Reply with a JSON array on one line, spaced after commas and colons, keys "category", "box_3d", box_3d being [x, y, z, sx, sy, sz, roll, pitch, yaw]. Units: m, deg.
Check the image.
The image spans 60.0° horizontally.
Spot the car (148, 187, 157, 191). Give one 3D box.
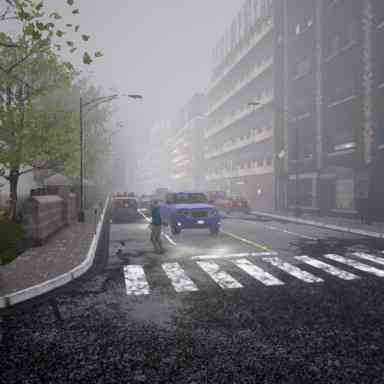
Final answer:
[{"category": "car", "box_3d": [-4.733, 0.339, 49.417, 2.150, 2.045, 5.566, 0, 1, -13]}]

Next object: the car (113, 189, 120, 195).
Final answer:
[{"category": "car", "box_3d": [-20.457, -0.043, 89.911, 1.947, 1.339, 4.313, 1, 1, -14]}]

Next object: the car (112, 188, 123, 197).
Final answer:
[{"category": "car", "box_3d": [-16.562, -0.001, 73.803, 2.192, 1.841, 5.009, 1, 1, -14]}]

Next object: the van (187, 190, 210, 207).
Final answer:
[{"category": "van", "box_3d": [0.660, 0.659, 38.192, 1.690, 1.788, 3.998, 1, 1, -14]}]

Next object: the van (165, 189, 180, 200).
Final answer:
[{"category": "van", "box_3d": [-3.230, 0.366, 54.298, 1.690, 1.788, 3.998, 1, 1, -14]}]

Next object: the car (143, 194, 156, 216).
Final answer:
[{"category": "car", "box_3d": [-2.508, 1.101, 26.590, 1.994, 1.385, 4.181, 0, 1, -14]}]

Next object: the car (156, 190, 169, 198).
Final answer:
[{"category": "car", "box_3d": [-5.866, 0.352, 65.201, 1.752, 1.417, 4.829, 1, 1, -14]}]

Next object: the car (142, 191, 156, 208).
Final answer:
[{"category": "car", "box_3d": [-4.851, 0.908, 36.308, 2.033, 1.411, 5.357, 0, 1, -14]}]

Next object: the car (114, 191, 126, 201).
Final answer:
[{"category": "car", "box_3d": [-11.339, 0.602, 52.168, 1.752, 1.417, 4.829, 1, 1, -14]}]

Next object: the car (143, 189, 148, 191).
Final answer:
[{"category": "car", "box_3d": [-7.165, 0.461, 59.470, 1.812, 1.442, 4.674, 0, 1, -14]}]

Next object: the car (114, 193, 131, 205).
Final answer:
[{"category": "car", "box_3d": [-8.786, 0.835, 41.598, 1.947, 1.339, 4.313, 1, 1, -14]}]

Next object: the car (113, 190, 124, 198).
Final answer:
[{"category": "car", "box_3d": [-13.973, 0.430, 63.070, 2.008, 1.369, 4.403, 1, 1, -14]}]

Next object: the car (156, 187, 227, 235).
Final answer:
[{"category": "car", "box_3d": [-0.261, 0.928, 17.278, 2.150, 2.045, 5.566, 0, 1, -14]}]

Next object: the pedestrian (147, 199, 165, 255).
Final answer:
[{"category": "pedestrian", "box_3d": [-1.180, 1.120, 10.873, 0.375, 1.860, 0.375, 1, 0, -14]}]

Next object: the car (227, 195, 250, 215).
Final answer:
[{"category": "car", "box_3d": [3.252, 0.953, 27.457, 1.967, 1.590, 4.097, 1, 1, -14]}]

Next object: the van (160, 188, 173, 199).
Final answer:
[{"category": "van", "box_3d": [-4.527, 0.269, 59.665, 1.690, 1.788, 3.998, 1, 1, -14]}]

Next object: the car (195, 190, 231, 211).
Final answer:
[{"category": "car", "box_3d": [1.957, 0.730, 32.823, 2.192, 1.841, 5.009, 1, 1, -14]}]

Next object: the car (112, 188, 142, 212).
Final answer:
[{"category": "car", "box_3d": [-6.188, 0.779, 30.857, 2.192, 1.841, 5.009, 1, 1, -14]}]
